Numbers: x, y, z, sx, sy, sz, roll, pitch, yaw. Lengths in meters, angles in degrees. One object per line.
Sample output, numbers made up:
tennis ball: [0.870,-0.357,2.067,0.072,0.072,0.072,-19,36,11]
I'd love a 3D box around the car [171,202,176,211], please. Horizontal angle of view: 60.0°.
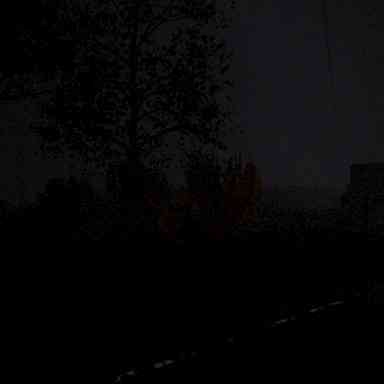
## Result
car: [-4.325,1.935,48.264,2.097,1.767,4.553,-1,0,-36]
